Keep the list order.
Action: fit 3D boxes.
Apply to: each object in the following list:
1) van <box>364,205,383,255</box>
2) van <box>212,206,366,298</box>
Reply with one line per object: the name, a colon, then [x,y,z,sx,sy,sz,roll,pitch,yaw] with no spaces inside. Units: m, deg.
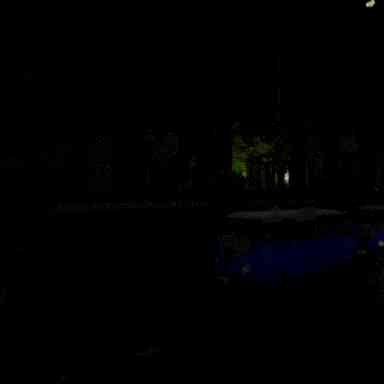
van: [6.970,1.328,11.525,3.998,1.788,1.690,0,0,-36]
van: [2.368,1.335,8.234,3.998,1.788,1.690,0,0,-36]
